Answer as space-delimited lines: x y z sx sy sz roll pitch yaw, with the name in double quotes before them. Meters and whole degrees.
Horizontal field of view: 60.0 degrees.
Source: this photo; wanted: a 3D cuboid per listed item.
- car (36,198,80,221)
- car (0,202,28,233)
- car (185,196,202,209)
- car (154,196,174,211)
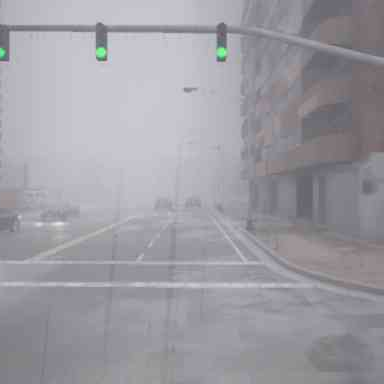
"car" -10.595 1.503 27.195 1.812 1.442 4.674 0 0 0
"car" -10.603 1.491 16.936 1.837 1.490 4.892 0 0 0
"car" 0.234 1.313 45.400 2.097 1.767 4.553 0 0 3
"car" -3.410 1.318 41.058 2.097 1.767 4.553 0 0 0
